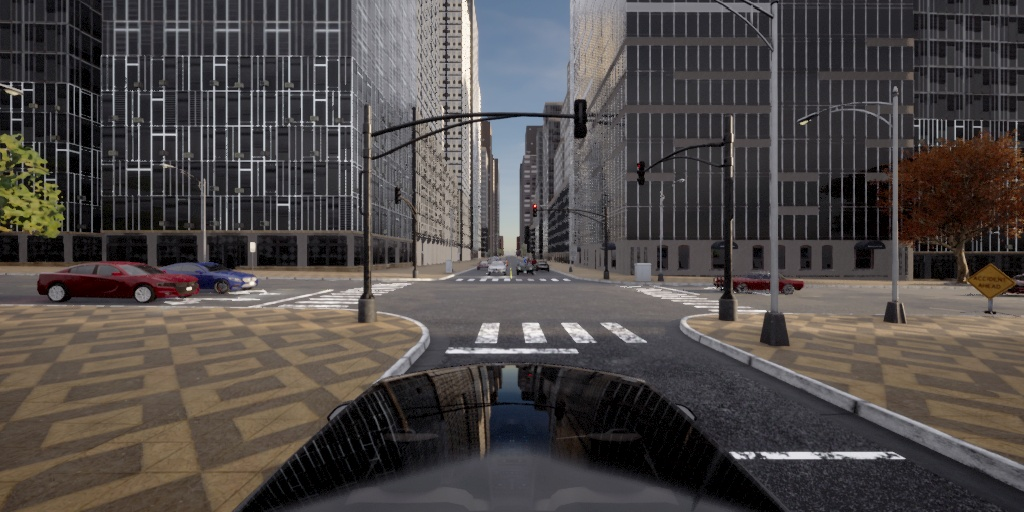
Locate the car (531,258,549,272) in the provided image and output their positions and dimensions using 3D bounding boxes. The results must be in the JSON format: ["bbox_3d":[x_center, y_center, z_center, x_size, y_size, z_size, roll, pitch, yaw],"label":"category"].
[{"bbox_3d":[3.850,1.329,46.719,1.948,1.339,4.313,0,0,0],"label":"car"}]

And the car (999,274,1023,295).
[{"bbox_3d":[34.080,1.865,23.206,5.008,1.535,1.882,1,0,-3],"label":"car"}]

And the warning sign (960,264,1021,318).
[{"bbox_3d":[17.258,1.204,12.940,1.060,1.860,1.300,0,0,-3],"label":"warning sign"}]

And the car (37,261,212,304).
[{"bbox_3d":[-15.286,0.973,14.124,5.008,1.535,1.882,1,0,-2],"label":"car"}]

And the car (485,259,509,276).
[{"bbox_3d":[-1.560,1.293,38.321,1.812,1.442,4.674,0,0,0],"label":"car"}]

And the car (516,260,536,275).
[{"bbox_3d":[1.367,1.367,40.284,1.895,1.301,4.718,0,0,0],"label":"car"}]

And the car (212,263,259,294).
[{"bbox_3d":[-14.975,1.026,17.396,4.674,1.442,1.812,1,0,-1],"label":"car"}]

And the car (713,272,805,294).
[{"bbox_3d":[15.198,1.650,22.302,4.718,1.301,1.895,1,0,-3],"label":"car"}]

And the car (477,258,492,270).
[{"bbox_3d":[-4.113,1.343,52.197,1.802,1.307,4.207,0,0,0],"label":"car"}]
